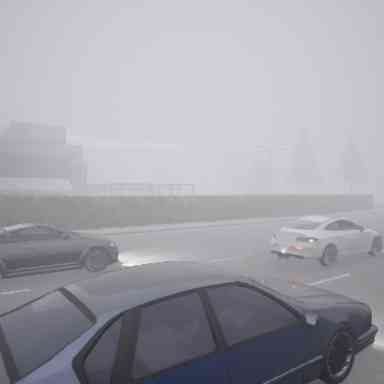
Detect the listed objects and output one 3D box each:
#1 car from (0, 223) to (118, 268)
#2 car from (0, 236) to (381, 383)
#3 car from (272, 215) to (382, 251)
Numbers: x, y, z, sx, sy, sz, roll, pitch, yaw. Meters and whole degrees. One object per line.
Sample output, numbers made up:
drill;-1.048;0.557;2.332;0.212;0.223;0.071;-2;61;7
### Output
car;-4.234;1.564;9.324;4.181;1.385;1.994;0;0;-35
car;-0.121;1.547;3.658;5.357;1.411;2.033;0;0;-35
car;4.633;1.526;11.360;4.674;1.442;1.812;0;0;-36
